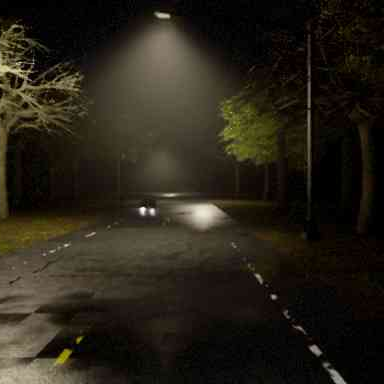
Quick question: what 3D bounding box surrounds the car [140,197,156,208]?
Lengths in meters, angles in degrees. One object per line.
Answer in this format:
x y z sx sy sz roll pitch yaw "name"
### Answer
-5.804 1.346 44.076 1.994 1.385 4.181 0 1 -7 "car"
